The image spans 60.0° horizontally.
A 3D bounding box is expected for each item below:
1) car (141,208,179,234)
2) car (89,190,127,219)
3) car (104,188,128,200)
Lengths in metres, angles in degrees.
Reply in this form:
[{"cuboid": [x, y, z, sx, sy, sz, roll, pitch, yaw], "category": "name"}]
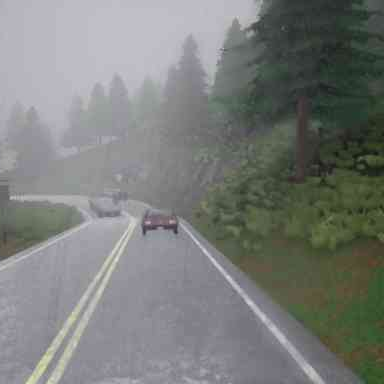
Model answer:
[{"cuboid": [-1.827, 1.519, 18.665, 1.895, 1.301, 4.718, -1, 0, -7], "category": "car"}, {"cuboid": [-7.819, 1.228, 29.785, 1.882, 1.535, 5.008, -3, 10, -30], "category": "car"}, {"cuboid": [-8.895, 0.293, 36.832, 1.837, 1.490, 4.892, -4, 6, -42], "category": "car"}]
